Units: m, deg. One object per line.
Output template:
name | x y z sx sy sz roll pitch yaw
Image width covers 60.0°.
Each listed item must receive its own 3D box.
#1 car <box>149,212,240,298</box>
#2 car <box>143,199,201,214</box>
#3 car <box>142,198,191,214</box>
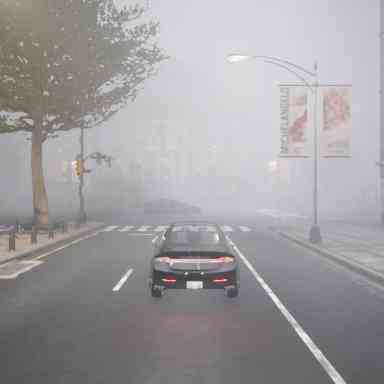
car | 0.060 1.491 8.530 2.128 1.511 4.902 0 0 0
car | -1.772 1.546 32.081 5.357 1.411 2.033 0 0 0
car | -2.668 1.477 35.584 5.008 1.535 1.882 0 0 0
